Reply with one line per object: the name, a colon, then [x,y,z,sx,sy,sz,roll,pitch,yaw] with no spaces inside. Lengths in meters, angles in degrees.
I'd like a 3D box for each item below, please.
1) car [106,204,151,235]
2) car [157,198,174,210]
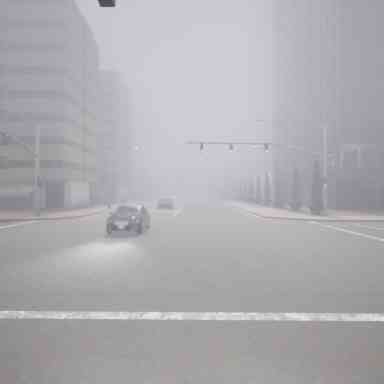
car: [-3.480,1.457,18.797,2.128,1.511,4.902,0,0,0]
car: [-3.451,1.469,43.497,1.882,1.535,5.008,0,0,0]
